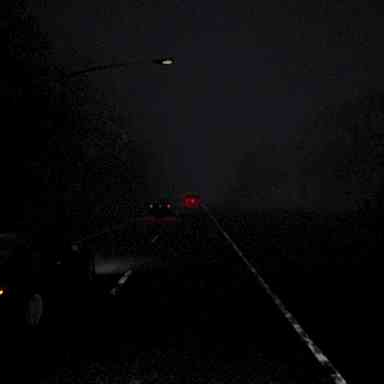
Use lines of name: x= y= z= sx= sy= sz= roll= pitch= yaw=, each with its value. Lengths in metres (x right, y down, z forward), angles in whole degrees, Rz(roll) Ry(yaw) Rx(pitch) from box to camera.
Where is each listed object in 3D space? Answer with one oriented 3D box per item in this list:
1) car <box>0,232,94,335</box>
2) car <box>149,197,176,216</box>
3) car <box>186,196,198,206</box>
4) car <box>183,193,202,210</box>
car: x=-3.387 y=1.513 z=6.555 sx=1.812 sy=1.442 sz=4.674 roll=0 pitch=0 yaw=0
car: x=-2.751 y=1.293 z=31.685 sx=2.097 sy=1.767 sz=4.553 roll=0 pitch=0 yaw=2
car: x=-0.008 y=1.429 z=54.203 sx=1.812 sy=1.442 sz=4.674 roll=0 pitch=0 yaw=0
car: x=0.093 y=1.146 z=42.105 sx=2.150 sy=2.045 sz=5.566 roll=0 pitch=0 yaw=0
